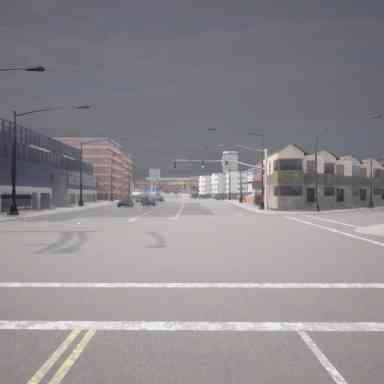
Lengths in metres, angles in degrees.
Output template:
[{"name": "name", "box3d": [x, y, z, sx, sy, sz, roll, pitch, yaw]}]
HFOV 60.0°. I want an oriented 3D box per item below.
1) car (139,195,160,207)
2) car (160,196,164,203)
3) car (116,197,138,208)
[{"name": "car", "box3d": [-6.969, 1.496, 54.810, 2.097, 1.767, 4.553, 0, 1, 0]}, {"name": "car", "box3d": [-6.847, 1.448, 70.147, 2.033, 1.411, 5.357, 0, 1, 0]}, {"name": "car", "box3d": [-10.481, 1.719, 52.605, 2.033, 1.411, 5.357, 0, 1, 0]}]
